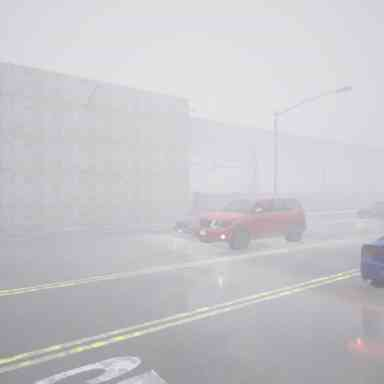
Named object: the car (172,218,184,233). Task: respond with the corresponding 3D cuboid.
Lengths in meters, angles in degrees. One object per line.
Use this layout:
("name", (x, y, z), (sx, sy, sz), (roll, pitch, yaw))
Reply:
("car", (1.586, 1.547, 18.012), (5.357, 1.411, 2.033), (0, 0, -35))

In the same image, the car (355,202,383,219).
("car", (16.162, 1.547, 28.396), (5.357, 1.411, 2.033), (0, 0, -35))

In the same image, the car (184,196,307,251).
("car", (2.668, 1.222, 14.485), (5.566, 2.045, 2.150), (0, 0, -35))

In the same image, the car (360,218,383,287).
("car", (6.070, 1.478, 8.069), (5.008, 1.535, 1.882), (0, 0, -35))
